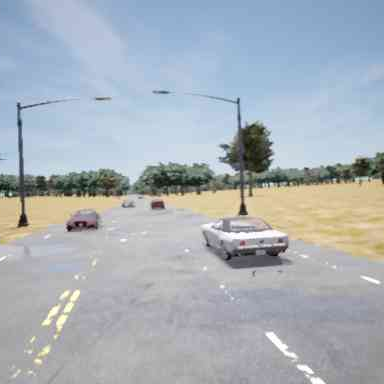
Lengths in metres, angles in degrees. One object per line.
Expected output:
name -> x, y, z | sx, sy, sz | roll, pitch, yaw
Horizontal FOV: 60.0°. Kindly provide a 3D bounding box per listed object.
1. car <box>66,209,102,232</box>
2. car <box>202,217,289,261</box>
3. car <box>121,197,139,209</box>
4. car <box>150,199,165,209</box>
car -> -7.380, 1.901, 23.074 | 1.994, 1.385, 4.181 | -2, 0, -10
car -> 1.681, 1.558, 12.256 | 1.895, 1.301, 4.718 | -2, 0, -10
car -> -10.747, 1.986, 56.176 | 2.128, 1.511, 4.902 | -2, 0, -4
car -> -5.284, 1.743, 50.545 | 1.882, 1.535, 5.008 | -2, 0, -10
